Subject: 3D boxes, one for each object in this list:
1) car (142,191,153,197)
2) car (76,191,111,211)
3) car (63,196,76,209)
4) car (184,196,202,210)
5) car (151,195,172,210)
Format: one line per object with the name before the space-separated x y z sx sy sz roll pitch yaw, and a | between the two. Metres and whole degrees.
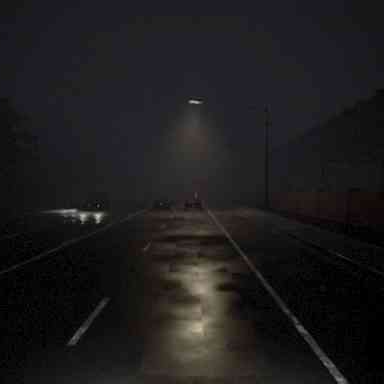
car | -10.483 0.555 78.499 2.150 2.045 5.566 0 0 0
car | -10.586 0.962 36.984 2.150 2.045 5.566 0 0 0
car | -14.078 1.209 40.375 2.128 1.511 4.902 0 0 0
car | 0.108 1.227 37.712 2.128 1.511 4.902 0 0 0
car | -3.392 1.293 38.624 1.994 1.385 4.181 0 0 0
